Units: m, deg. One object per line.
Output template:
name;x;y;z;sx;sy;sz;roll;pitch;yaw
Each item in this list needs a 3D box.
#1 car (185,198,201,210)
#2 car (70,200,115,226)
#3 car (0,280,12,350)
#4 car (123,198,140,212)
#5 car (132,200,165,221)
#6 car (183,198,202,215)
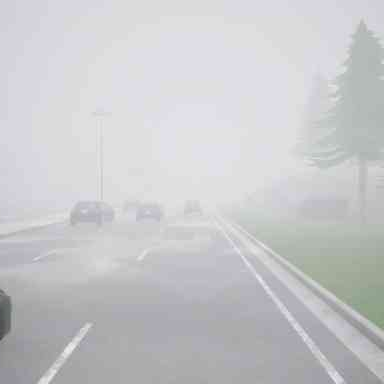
car;0.136;1.547;44.397;2.033;1.411;5.357;0;0;1
car;-6.900;1.353;23.495;2.097;1.767;4.553;0;0;0
car;-3.402;1.219;1.928;2.150;2.045;5.566;0;0;0
car;-6.897;1.478;39.632;1.882;1.535;5.008;0;0;0
car;-3.400;1.564;27.645;1.994;1.385;4.181;0;0;0
car;0.095;1.547;34.310;2.033;1.411;5.357;0;0;0
